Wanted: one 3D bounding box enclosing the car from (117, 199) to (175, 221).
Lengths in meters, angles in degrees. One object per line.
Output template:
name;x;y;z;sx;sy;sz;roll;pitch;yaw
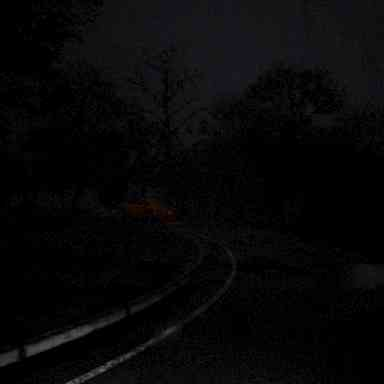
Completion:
car;-3.624;1.271;25.650;5.008;1.535;1.882;2;-1;35
